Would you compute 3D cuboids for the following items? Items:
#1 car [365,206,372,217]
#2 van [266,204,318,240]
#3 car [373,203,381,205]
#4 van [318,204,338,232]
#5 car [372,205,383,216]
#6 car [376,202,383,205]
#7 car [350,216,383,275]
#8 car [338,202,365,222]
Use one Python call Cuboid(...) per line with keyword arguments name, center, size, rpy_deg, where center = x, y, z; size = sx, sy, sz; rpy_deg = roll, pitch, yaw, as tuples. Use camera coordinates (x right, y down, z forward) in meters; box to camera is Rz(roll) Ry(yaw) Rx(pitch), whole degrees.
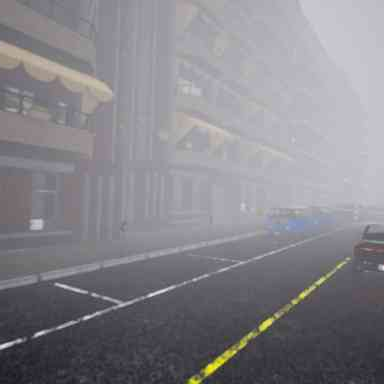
Cuboid(name="car", center=(18.214, 2.097, 37.118), size=(2.192, 1.841, 5.009), rpy_deg=(2, 0, 35))
Cuboid(name="van", center=(5.609, 1.662, 18.943), size=(1.690, 1.788, 3.998), rpy_deg=(2, 0, 35))
Cuboid(name="car", center=(24.507, 2.586, 46.207), size=(1.947, 1.339, 4.313), rpy_deg=(2, 0, 35))
Cuboid(name="van", center=(8.761, 1.775, 23.488), size=(1.690, 1.788, 3.998), rpy_deg=(2, 0, 35))
Cuboid(name="car", center=(20.461, 2.409, 35.963), size=(1.895, 1.301, 4.718), rpy_deg=(1, -1, 35))
Cuboid(name="car", center=(33.968, 2.707, 59.836), size=(2.192, 1.841, 5.009), rpy_deg=(2, 0, 35))
Cuboid(name="car", center=(6.339, 1.740, 10.538), size=(1.837, 1.490, 4.892), rpy_deg=(1, -1, 35))
Cuboid(name="car", center=(15.064, 1.980, 32.575), size=(2.192, 1.841, 5.009), rpy_deg=(2, 0, 35))
